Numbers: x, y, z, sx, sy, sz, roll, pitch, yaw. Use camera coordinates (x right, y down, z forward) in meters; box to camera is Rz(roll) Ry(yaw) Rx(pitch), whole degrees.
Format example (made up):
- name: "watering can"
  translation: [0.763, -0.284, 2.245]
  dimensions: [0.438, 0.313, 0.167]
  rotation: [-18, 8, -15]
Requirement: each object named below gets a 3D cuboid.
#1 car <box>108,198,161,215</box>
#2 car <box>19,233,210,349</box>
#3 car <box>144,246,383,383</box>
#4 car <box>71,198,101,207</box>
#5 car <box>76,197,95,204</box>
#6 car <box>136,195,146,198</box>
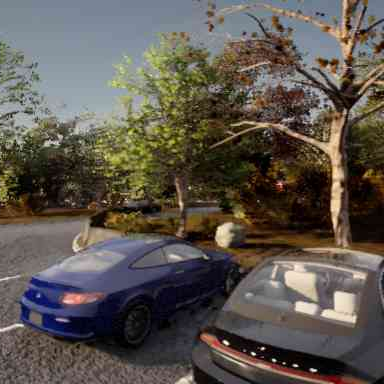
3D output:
- name: "car"
  translation: [-4.791, 1.439, 27.953]
  dimensions: [1.895, 1.301, 4.718]
  rotation: [-3, -1, 35]
- name: "car"
  translation: [-0.761, 1.522, 6.353]
  dimensions: [2.002, 1.452, 4.674]
  rotation: [0, 0, 36]
- name: "car"
  translation: [1.905, 1.482, 4.449]
  dimensions: [2.231, 1.521, 4.892]
  rotation: [0, 0, 35]
- name: "car"
  translation: [-16.346, 1.627, 51.525]
  dimensions: [2.128, 1.511, 4.902]
  rotation: [-3, -1, 35]
- name: "car"
  translation: [-24.584, 1.983, 76.954]
  dimensions: [4.181, 1.385, 1.994]
  rotation: [-2, -1, 34]
- name: "car"
  translation: [-9.405, 1.226, 59.953]
  dimensions: [2.097, 1.767, 4.553]
  rotation: [-2, 0, 1]
